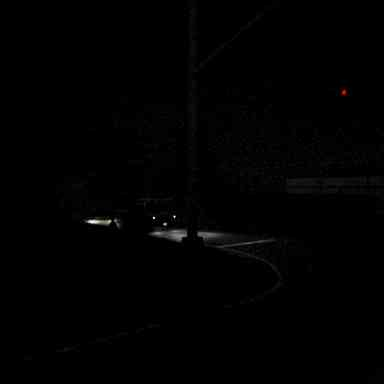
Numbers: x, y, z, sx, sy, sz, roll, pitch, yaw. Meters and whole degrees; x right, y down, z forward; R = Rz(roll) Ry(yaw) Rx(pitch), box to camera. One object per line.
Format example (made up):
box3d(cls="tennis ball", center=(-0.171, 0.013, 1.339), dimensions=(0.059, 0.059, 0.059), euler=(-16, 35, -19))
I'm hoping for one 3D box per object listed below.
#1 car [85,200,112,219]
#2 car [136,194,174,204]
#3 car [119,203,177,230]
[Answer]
box3d(cls="car", center=(-8.385, 1.478, 29.872), dimensions=(1.882, 1.535, 5.008), euler=(0, 0, -26))
box3d(cls="car", center=(-4.977, 1.223, 45.029), dimensions=(2.150, 2.045, 5.566), euler=(0, 0, 44))
box3d(cls="car", center=(-2.915, 1.601, 21.628), dimensions=(1.895, 1.301, 4.718), euler=(0, 0, -37))
